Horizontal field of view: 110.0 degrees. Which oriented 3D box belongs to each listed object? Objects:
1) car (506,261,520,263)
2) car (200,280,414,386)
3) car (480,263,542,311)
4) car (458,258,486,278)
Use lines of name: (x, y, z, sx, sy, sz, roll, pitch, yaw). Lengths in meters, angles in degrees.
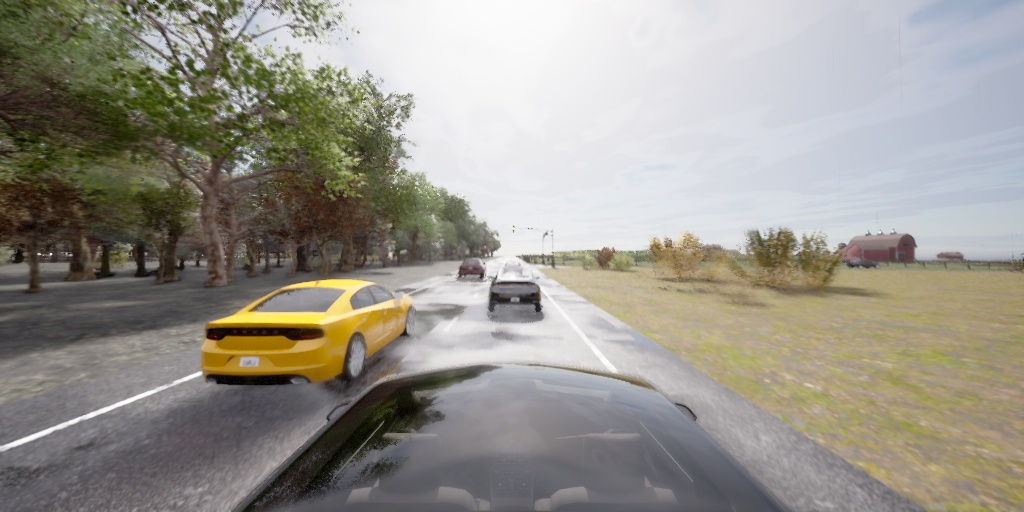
car: (0.094, 1.204, 36.187, 1.895, 1.301, 4.718, 0, 0, 0)
car: (-3.400, 1.206, 7.118, 1.882, 1.535, 5.008, 0, 0, 0)
car: (0.099, 1.192, 14.033, 2.128, 1.511, 4.902, 0, 0, 0)
car: (-3.404, 0.976, 31.490, 2.097, 1.767, 4.553, 0, 0, 0)
